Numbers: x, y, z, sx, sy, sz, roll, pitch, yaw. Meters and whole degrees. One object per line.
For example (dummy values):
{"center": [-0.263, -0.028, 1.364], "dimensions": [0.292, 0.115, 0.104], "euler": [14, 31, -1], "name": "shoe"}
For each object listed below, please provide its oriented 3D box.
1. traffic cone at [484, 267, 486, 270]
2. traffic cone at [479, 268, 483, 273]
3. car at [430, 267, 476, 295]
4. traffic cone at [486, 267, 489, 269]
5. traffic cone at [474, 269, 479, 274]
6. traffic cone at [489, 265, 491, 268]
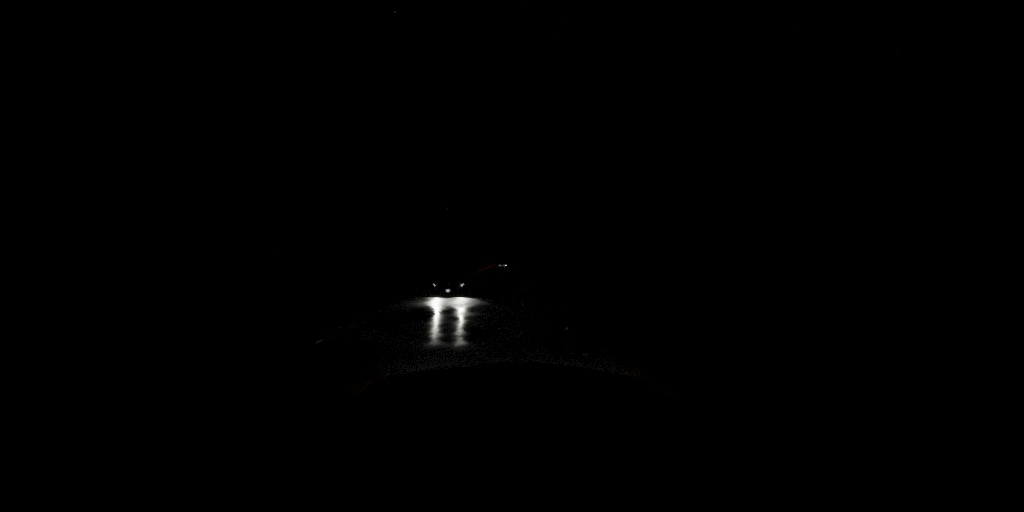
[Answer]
{"center": [-4.202, 1.841, 50.555], "dimensions": [0.340, 0.580, 0.340], "euler": [0, 0, 0], "name": "traffic cone"}
{"center": [-4.202, 1.813, 45.555], "dimensions": [0.340, 0.580, 0.340], "euler": [0, 0, 0], "name": "traffic cone"}
{"center": [-3.100, 1.297, 19.998], "dimensions": [2.033, 1.411, 5.357], "euler": [0, 0, 0], "name": "car"}
{"center": [-4.203, 1.870, 55.555], "dimensions": [0.340, 0.580, 0.340], "euler": [0, 0, 0], "name": "traffic cone"}
{"center": [-4.202, 1.785, 40.555], "dimensions": [0.340, 0.580, 0.340], "euler": [0, 0, 0], "name": "traffic cone"}
{"center": [-4.203, 1.898, 60.555], "dimensions": [0.340, 0.580, 0.340], "euler": [0, 0, 0], "name": "traffic cone"}
